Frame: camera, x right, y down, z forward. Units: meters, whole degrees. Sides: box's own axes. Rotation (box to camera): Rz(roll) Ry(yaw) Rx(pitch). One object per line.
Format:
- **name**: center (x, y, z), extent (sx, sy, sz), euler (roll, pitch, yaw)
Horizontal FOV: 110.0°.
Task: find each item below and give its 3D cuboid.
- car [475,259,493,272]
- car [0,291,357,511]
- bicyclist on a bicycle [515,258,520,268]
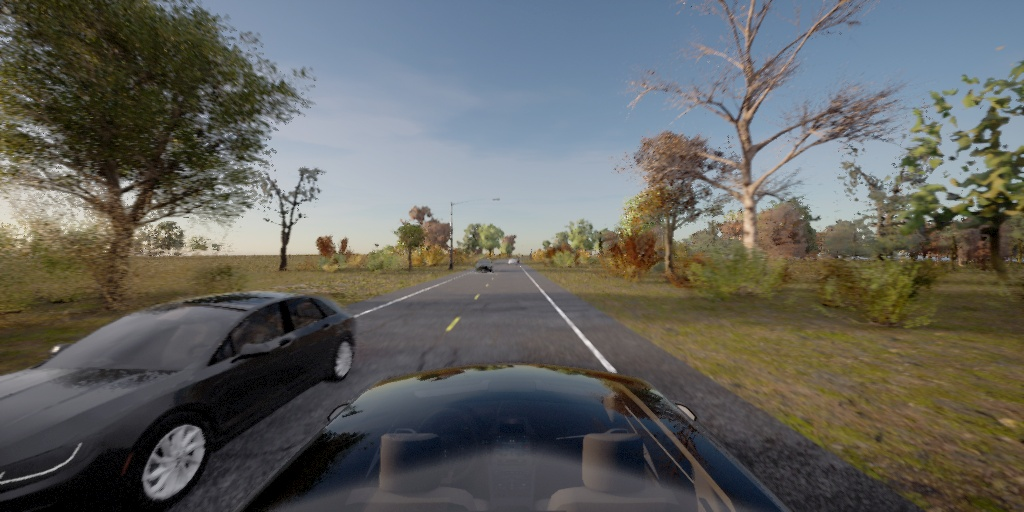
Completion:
- **car**: center (-3.541, 1.180, 46.385), extent (2.097, 1.767, 4.553), euler (0, 0, 1)
- **car**: center (-3.597, 1.261, 4.360), extent (1.837, 1.490, 4.892), euler (0, 0, 0)
- **bicyclist on a bicycle**: center (0.977, 1.207, 56.270), extent (0.659, 1.776, 1.843), euler (0, 0, 0)
